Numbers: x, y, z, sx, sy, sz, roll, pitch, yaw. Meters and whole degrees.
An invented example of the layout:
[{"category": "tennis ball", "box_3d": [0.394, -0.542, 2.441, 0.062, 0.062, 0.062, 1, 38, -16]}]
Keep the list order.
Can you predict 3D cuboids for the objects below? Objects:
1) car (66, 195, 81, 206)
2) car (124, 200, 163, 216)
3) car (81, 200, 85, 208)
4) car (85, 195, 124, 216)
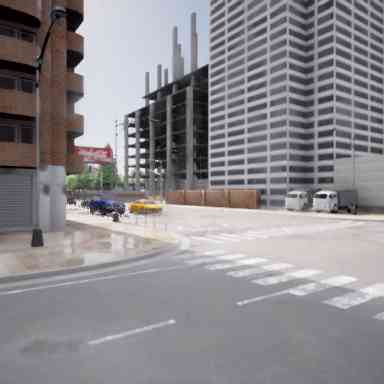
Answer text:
[{"category": "car", "box_3d": [-17.584, 1.070, 46.320, 2.097, 1.767, 4.553, 0, 0, -35]}, {"category": "car", "box_3d": [-4.744, 1.539, 34.094, 1.882, 1.535, 5.008, 0, 0, -35]}, {"category": "car", "box_3d": [-14.711, 1.663, 48.319, 1.994, 1.385, 4.181, 0, 0, -35]}, {"category": "car", "box_3d": [-8.535, 1.281, 33.394, 2.150, 2.045, 5.566, 0, 0, -34]}]
